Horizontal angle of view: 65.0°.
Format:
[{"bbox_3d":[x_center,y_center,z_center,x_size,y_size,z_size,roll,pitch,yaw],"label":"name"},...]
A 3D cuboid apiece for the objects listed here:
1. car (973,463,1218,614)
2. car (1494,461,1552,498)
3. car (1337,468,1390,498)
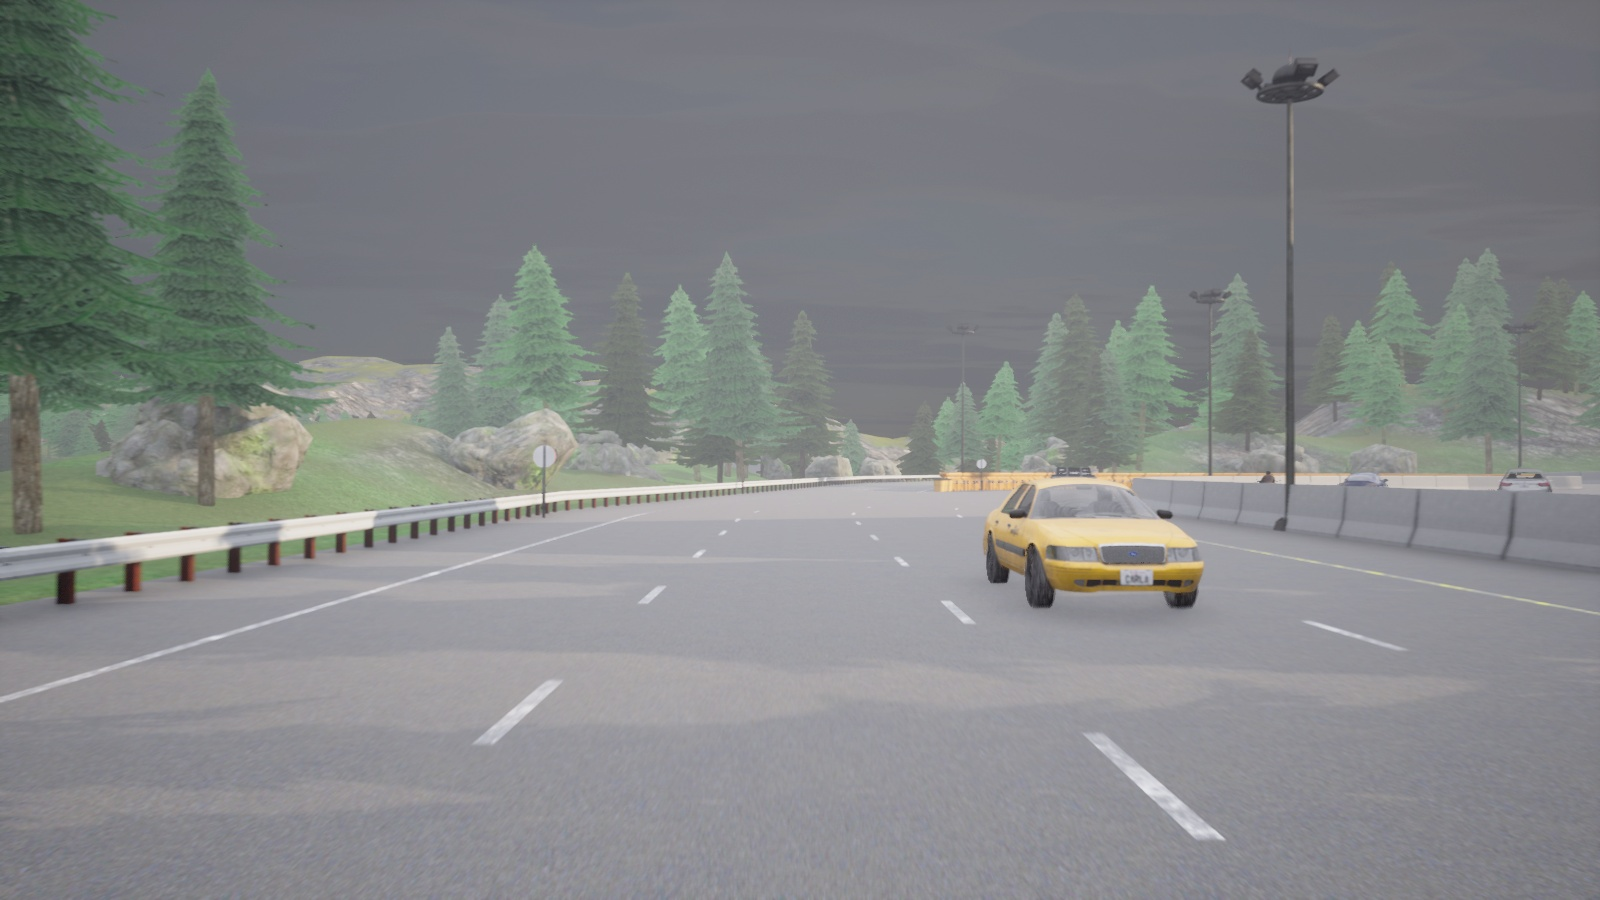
[{"bbox_3d":[3.462,0.959,15.814,1.801,1.575,5.366,0,-1,0],"label":"car"},{"bbox_3d":[33.558,1.345,58.269,2.242,1.667,4.611,-1,-1,31],"label":"car"},{"bbox_3d":[28.323,1.613,63.038,1.812,1.442,4.674,-1,-1,32],"label":"car"}]
